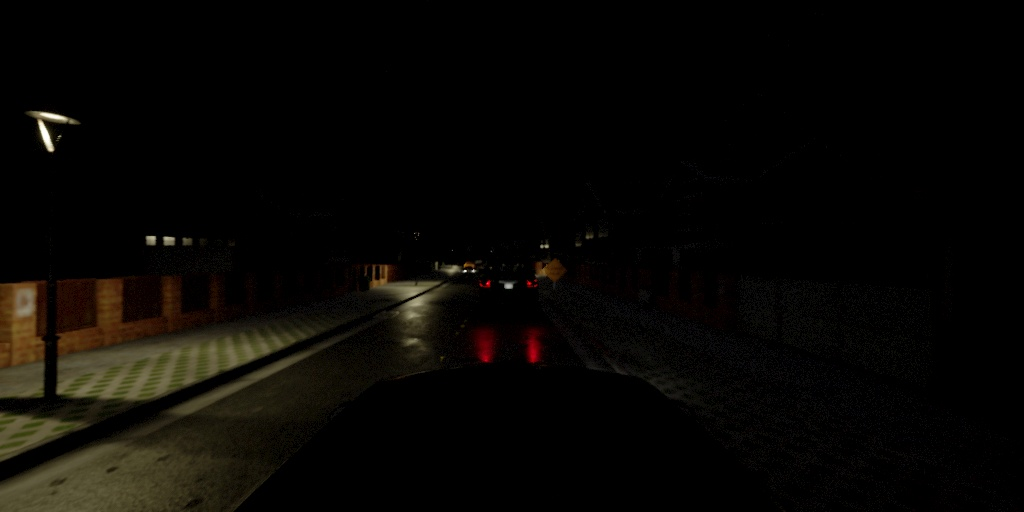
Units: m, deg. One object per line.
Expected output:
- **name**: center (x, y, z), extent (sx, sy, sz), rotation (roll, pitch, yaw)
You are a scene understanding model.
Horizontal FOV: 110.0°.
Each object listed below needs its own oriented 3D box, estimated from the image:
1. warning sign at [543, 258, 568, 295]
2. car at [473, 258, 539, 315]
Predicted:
- **warning sign**: center (2.190, 1.021, 18.569), extent (1.300, 1.860, 1.060), rotation (0, 0, -2)
- **car**: center (-0.179, 1.094, 14.450), extent (2.150, 2.045, 5.566), rotation (0, 0, -2)
